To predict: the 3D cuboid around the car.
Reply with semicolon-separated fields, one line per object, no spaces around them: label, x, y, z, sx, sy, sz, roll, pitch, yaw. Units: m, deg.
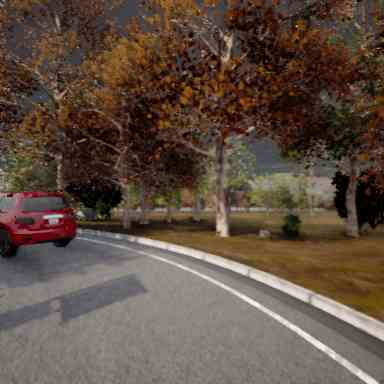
car;-6.563;1.016;12.353;5.566;2.045;2.150;1;2;38
